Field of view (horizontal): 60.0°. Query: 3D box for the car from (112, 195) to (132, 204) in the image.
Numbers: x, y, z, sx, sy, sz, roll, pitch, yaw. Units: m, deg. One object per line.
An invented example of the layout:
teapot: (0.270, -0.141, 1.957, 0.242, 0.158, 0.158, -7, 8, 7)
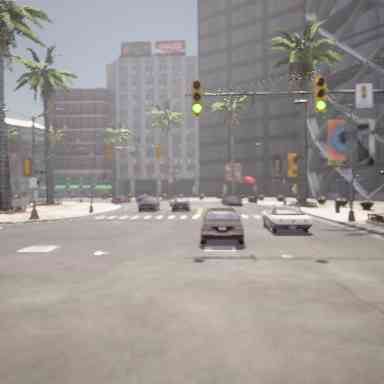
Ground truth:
car: (-12.245, 1.295, 57.747, 1.994, 1.385, 4.181, -1, 0, -41)

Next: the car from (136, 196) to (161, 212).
car: (-4.598, 1.406, 36.051, 1.895, 1.301, 4.718, -1, 0, 1)

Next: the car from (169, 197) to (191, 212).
car: (-1.142, 1.376, 35.893, 1.895, 1.301, 4.718, -1, 0, 1)

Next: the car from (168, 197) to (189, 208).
car: (-1.891, 1.323, 45.029, 1.895, 1.301, 4.718, -1, 0, -13)

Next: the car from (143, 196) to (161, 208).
car: (-5.450, 1.280, 44.929, 1.812, 1.442, 4.674, -1, 1, -14)

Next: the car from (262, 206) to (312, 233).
car: (5.076, 1.434, 18.439, 1.895, 1.301, 4.718, 0, 0, 4)

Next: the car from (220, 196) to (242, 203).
car: (5.271, 1.222, 45.052, 1.994, 1.385, 4.181, -1, 0, -10)

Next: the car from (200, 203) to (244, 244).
car: (1.340, 1.435, 15.221, 2.033, 1.411, 5.357, 0, 0, 4)

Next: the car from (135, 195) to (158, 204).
car: (-7.953, 1.292, 57.973, 1.895, 1.301, 4.718, -1, 0, -36)
